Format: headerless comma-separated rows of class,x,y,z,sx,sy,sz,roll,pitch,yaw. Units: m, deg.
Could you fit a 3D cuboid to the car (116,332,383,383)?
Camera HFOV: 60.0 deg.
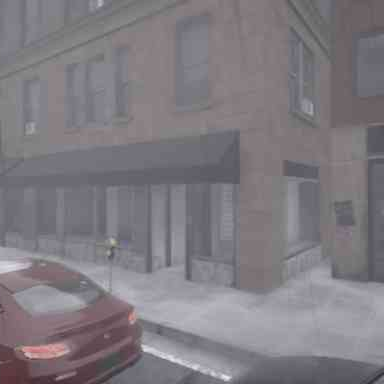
car,1.963,1.546,1.412,4.403,1.369,2.008,0,0,35

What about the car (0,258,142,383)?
car,-2.534,1.608,4.613,4.206,1.307,1.802,0,0,35
